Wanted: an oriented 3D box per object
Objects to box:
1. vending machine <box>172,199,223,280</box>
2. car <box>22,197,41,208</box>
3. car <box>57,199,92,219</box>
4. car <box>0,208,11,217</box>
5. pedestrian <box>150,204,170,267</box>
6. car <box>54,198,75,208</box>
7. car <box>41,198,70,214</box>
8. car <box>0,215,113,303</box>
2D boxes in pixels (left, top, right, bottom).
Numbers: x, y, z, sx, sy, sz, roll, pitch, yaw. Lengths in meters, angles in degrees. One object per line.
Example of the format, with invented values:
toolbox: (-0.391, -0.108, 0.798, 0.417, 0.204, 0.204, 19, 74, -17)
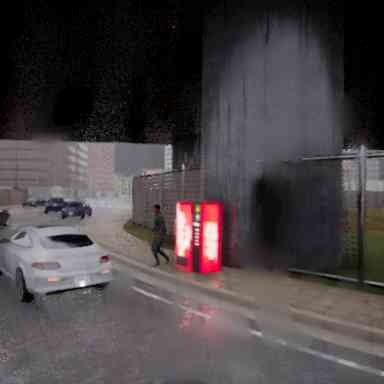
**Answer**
vending machine: (0.165, 1.256, 9.396, 1.100, 2.100, 0.880, 1, 0, -40)
car: (-22.772, 1.497, 47.901, 1.882, 1.535, 5.008, 1, -1, -5)
car: (-10.127, 1.584, 29.378, 1.812, 1.442, 4.674, 1, 0, -6)
car: (-12.232, 1.482, 19.560, 1.837, 1.490, 4.892, 0, 0, -12)
pedestrian: (-0.940, 1.190, 9.456, 0.375, 1.860, 0.375, 1, 0, -39)
car: (-19.580, 1.607, 51.361, 1.812, 1.442, 4.674, 1, -1, -6)
car: (-14.389, 1.402, 36.406, 2.097, 1.767, 4.553, 1, 0, -6)
car: (-3.581, 1.537, 8.313, 1.812, 1.442, 4.674, 1, 0, -38)
